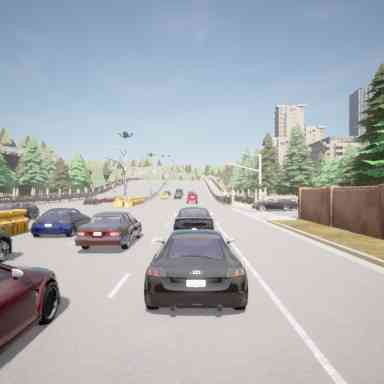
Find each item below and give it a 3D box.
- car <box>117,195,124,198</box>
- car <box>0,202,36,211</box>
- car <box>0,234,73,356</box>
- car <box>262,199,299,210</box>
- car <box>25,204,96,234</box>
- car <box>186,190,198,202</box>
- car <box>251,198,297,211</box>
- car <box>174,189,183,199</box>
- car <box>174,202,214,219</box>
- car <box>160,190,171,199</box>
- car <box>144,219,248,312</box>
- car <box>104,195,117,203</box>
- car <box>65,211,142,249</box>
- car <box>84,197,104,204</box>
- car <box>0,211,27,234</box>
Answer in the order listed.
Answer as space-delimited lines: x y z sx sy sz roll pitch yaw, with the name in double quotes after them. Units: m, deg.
-17.614 1.477 78.992 1.895 1.301 4.718 0 1 0 "car"
-13.827 1.492 25.271 2.128 1.511 4.902 -1 0 13 "car"
-3.404 1.564 4.469 1.994 1.385 4.181 0 0 0 "car"
11.279 1.564 42.688 4.181 1.385 1.994 0 0 0 "car"
-6.912 1.564 18.007 1.994 1.385 4.181 0 0 0 "car"
0.054 1.222 69.277 2.150 2.045 5.566 0 0 0 "car"
9.474 1.492 39.070 4.902 1.511 2.128 0 0 -2 "car"
-3.663 0.903 86.963 2.097 1.767 4.553 0 3 0 "car"
0.090 1.478 16.803 1.882 1.535 5.008 0 0 0 "car"
-7.164 1.024 86.978 1.882 1.535 5.008 0 3 0 "car"
0.091 1.564 7.813 1.994 1.385 4.181 0 0 1 "car"
-17.554 1.594 68.750 1.895 1.301 4.718 0 0 0 "car"
-3.403 1.547 14.446 2.033 1.411 5.357 0 0 0 "car"
-17.598 1.564 58.680 1.994 1.385 4.181 0 0 0 "car"
-6.904 1.491 9.166 2.128 1.511 4.902 0 0 0 "car"
